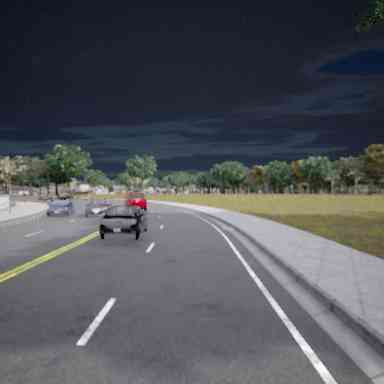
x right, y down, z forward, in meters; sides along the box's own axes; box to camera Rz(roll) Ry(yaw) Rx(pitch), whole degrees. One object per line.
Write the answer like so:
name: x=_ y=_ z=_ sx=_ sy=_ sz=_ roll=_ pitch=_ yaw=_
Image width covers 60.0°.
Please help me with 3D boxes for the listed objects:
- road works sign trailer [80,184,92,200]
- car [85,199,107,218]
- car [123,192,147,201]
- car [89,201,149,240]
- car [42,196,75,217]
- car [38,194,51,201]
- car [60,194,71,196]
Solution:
road works sign trailer: x=-24.605 y=-0.026 z=75.889 sx=2.880 sy=3.560 sz=2.380 roll=0 pitch=1 yaw=43
car: x=-8.104 y=1.339 z=28.837 sx=2.128 sy=1.511 sz=4.902 roll=0 pitch=0 yaw=-11
car: x=-6.275 y=1.010 z=36.560 sx=2.150 sy=2.045 sz=5.566 roll=0 pitch=0 yaw=-15
car: x=-3.299 y=1.405 z=16.632 sx=2.128 sy=1.511 sz=4.902 roll=0 pitch=0 yaw=-2
car: x=-11.522 y=1.377 z=29.471 sx=1.812 sy=1.442 sz=4.674 roll=0 pitch=0 yaw=-12
car: x=-29.106 y=1.154 z=66.122 sx=2.033 sy=1.411 sz=5.357 roll=-1 pitch=1 yaw=-38
car: x=-25.170 y=1.050 z=66.458 sx=1.895 sy=1.301 sz=4.718 roll=-1 pitch=1 yaw=-38
